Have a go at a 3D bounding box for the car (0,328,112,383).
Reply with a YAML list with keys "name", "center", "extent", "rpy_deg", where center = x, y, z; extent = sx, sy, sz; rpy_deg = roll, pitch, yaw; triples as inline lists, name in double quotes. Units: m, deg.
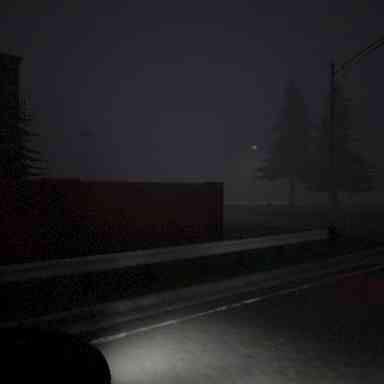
- name: "car"
  center: [-2.741, 1.524, 1.789]
  extent: [4.674, 1.442, 1.812]
  rpy_deg: [0, 0, -36]
